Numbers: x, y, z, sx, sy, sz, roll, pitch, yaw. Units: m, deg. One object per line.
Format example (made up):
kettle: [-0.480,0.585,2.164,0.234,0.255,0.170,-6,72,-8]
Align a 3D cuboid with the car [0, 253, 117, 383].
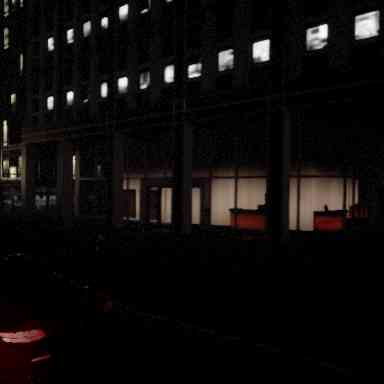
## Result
car: [-2.910,1.593,4.938,4.206,1.307,1.802,0,1,36]
